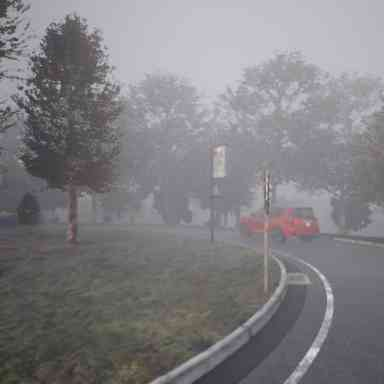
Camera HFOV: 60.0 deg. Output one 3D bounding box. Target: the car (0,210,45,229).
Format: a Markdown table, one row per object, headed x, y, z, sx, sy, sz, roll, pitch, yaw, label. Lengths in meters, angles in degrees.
| x | y | z | sx | sy | sz | roll | pitch | yaw | label |
| --- | --- | --- | --- | --- | --- | --- | --- | --- | --- |
| -15.190 | 2.299 | 28.178 | 5.008 | 1.535 | 1.882 | 1 | -2 | -15 | car |

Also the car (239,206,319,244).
| x | y | z | sx | sy | sz | roll | pitch | yaw | label |
| --- | --- | --- | --- | --- | --- | --- | --- | --- | --- |
| 4.985 | 1.860 | 19.821 | 2.150 | 2.045 | 5.566 | 2 | -2 | -23 | car |
